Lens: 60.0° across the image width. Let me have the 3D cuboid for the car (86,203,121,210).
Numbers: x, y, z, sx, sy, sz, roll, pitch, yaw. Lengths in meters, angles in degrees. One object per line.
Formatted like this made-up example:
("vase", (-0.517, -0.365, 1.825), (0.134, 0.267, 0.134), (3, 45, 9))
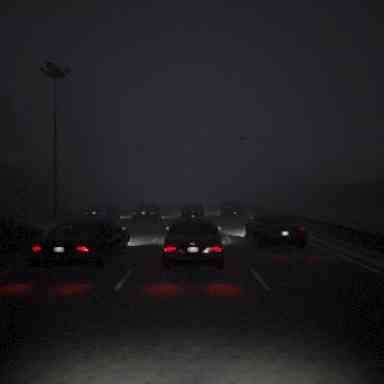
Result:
("car", (-6.950, 1.552, 26.196), (2.033, 1.411, 5.357), (0, 0, 1))

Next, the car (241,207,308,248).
("car", (3.573, 1.565, 14.715), (1.994, 1.385, 4.181), (0, 0, 0))

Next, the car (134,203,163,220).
("car", (-3.450, 1.553, 26.195), (2.033, 1.411, 5.357), (0, 0, 1))

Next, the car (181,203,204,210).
("car", (0.069, 1.606, 28.484), (1.895, 1.301, 4.718), (0, 0, 0))

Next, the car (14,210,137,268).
("car", (-3.452, 1.550, 11.195), (2.033, 1.411, 5.357), (0, 0, 1))

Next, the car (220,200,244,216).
("car", (3.580, 1.498, 29.937), (2.128, 1.511, 4.902), (0, 0, 0))

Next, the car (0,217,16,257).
("car", (-6.952, 1.549, 11.196), (2.033, 1.411, 5.357), (0, 0, 1))

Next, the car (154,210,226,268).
("car", (0.048, 1.550, 11.195), (2.033, 1.411, 5.357), (0, 0, 1))
